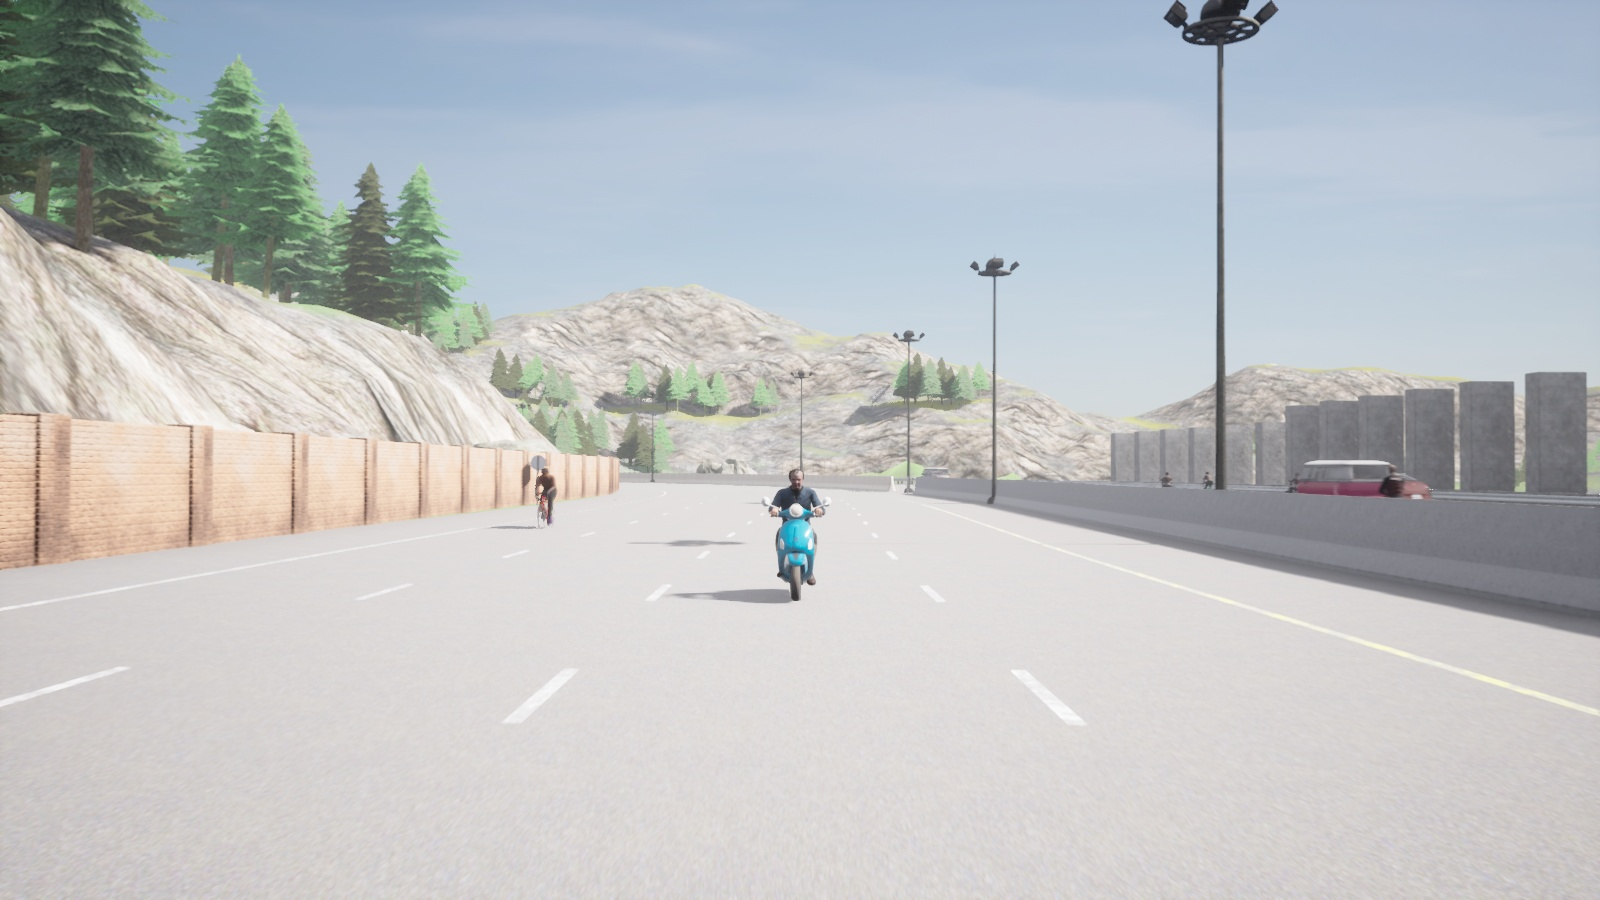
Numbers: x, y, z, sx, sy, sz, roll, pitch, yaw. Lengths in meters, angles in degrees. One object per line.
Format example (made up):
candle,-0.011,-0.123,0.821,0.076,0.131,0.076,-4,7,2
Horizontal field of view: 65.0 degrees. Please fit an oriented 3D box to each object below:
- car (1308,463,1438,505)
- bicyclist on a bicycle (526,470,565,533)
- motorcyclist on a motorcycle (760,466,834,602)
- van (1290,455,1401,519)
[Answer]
car,23.257,1.357,51.205,2.152,1.651,5.027,0,-1,-14
bicyclist on a bicycle,-6.751,1.354,33.398,0.582,1.620,1.656,0,-1,4
motorcyclist on a motorcycle,-0.041,1.029,15.654,0.866,1.590,1.817,0,-2,0
van,17.816,1.187,41.267,1.775,1.987,4.442,0,-1,1
